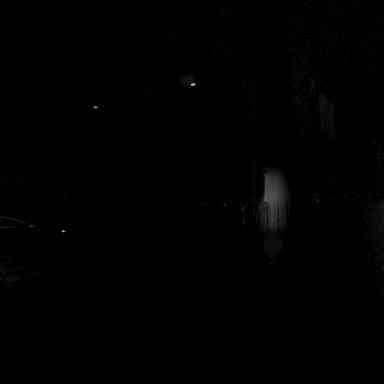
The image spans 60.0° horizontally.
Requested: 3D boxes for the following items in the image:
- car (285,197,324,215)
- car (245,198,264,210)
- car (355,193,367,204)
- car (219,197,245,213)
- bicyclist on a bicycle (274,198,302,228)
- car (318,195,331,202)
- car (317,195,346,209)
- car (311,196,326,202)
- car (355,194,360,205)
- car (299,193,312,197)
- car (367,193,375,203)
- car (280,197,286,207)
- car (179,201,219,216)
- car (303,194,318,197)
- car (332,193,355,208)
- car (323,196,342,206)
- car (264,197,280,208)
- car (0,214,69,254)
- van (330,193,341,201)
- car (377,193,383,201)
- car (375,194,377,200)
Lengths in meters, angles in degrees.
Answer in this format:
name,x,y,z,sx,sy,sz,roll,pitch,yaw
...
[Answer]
name,x,y,z,sx,sy,sz,roll,pitch,yaw
car,10.726,1.425,31.520,1.947,1.339,4.313,0,0,35
car,6.926,1.495,41.012,1.802,1.307,4.206,0,0,35
car,26.764,1.119,54.707,2.192,1.841,5.009,0,0,35
car,3.716,1.367,36.374,1.967,1.590,4.097,0,0,35
bicyclist on a bicycle,5.263,1.177,18.418,1.656,1.620,0.582,-1,0,35
car,29.384,1.428,73.477,1.802,1.307,4.206,0,0,35
car,17.141,1.378,40.795,1.887,1.381,4.507,0,0,35
car,26.177,1.419,68.840,1.947,1.339,4.313,0,0,35
car,23.557,1.379,50.069,1.947,1.339,4.313,0,0,35
car,19.759,1.416,59.564,1.887,1.381,4.507,0,0,35
car,33.180,1.100,63.983,2.192,1.841,5.009,0,0,35
car,13.342,1.456,50.288,1.947,1.339,4.313,0,0,35
car,0.510,1.525,31.736,1.802,1.307,4.206,0,0,35
car,16.826,1.373,44.858,1.812,1.442,4.674,-1,0,35
car,20.348,1.137,45.433,2.192,1.841,5.009,0,0,35
car,22.549,1.335,53.135,1.837,1.490,4.892,-1,0,35
car,10.037,1.427,45.509,1.752,1.417,4.829,0,0,35
car,-6.689,1.459,11.202,2.128,1.511,4.902,0,0,43
van,35.799,1.187,82.755,1.690,1.788,3.998,-1,0,35
car,42.804,1.360,77.893,1.802,1.307,4.206,-1,0,35
car,36.485,1.303,68.759,1.752,1.417,4.829,-1,0,35
